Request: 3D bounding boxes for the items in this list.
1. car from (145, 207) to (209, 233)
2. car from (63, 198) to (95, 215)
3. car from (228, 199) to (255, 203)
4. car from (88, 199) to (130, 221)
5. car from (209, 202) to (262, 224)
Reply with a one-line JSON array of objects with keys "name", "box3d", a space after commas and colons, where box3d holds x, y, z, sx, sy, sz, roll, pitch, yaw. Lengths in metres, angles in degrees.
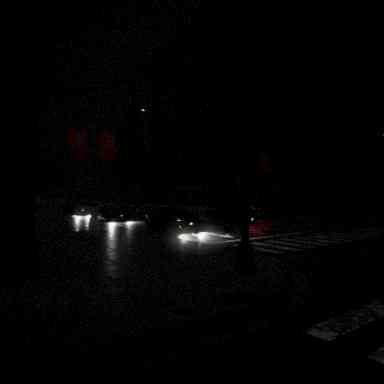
[{"name": "car", "box3d": [-1.207, 1.619, 20.347, 1.994, 1.385, 4.181, 0, 0, -36]}, {"name": "car", "box3d": [-12.712, 1.622, 36.369, 2.128, 1.511, 4.902, 0, 0, -35]}, {"name": "car", "box3d": [4.019, 1.445, 30.128, 2.097, 1.767, 4.553, 0, 0, -36]}, {"name": "car", "box3d": [-6.944, 1.619, 28.334, 1.812, 1.442, 4.674, 0, 0, -36]}, {"name": "car", "box3d": [3.068, 1.677, 25.880, 1.895, 1.301, 4.718, 0, 0, -36]}]
